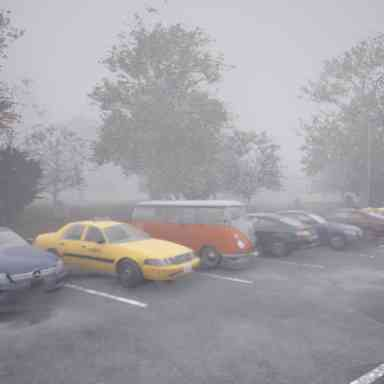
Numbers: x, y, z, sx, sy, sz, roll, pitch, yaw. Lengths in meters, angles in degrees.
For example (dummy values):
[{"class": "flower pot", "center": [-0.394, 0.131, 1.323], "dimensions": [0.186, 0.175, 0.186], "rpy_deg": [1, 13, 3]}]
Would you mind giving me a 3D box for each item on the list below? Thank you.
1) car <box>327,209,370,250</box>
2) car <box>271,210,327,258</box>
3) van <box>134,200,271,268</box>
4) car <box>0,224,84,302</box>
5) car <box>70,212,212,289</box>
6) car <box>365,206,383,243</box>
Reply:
[{"class": "car", "center": [4.860, 1.547, 14.484], "dimensions": [4.674, 1.452, 2.002], "rpy_deg": [0, -1, 36]}, {"class": "car", "center": [2.416, 1.541, 12.825], "dimensions": [4.674, 1.452, 2.002], "rpy_deg": [-1, -1, 35]}, {"class": "van", "center": [0.072, 1.267, 11.071], "dimensions": [4.442, 1.987, 1.878], "rpy_deg": [-1, -1, 35]}, {"class": "car", "center": [-4.884, 1.525, 7.716], "dimensions": [4.674, 1.452, 2.002], "rpy_deg": [-1, -1, 34]}, {"class": "car", "center": [-2.304, 1.484, 9.323], "dimensions": [5.366, 1.575, 1.946], "rpy_deg": [-1, -1, 35]}, {"class": "car", "center": [7.286, 1.552, 16.159], "dimensions": [4.674, 1.452, 2.002], "rpy_deg": [-1, -1, 36]}]
